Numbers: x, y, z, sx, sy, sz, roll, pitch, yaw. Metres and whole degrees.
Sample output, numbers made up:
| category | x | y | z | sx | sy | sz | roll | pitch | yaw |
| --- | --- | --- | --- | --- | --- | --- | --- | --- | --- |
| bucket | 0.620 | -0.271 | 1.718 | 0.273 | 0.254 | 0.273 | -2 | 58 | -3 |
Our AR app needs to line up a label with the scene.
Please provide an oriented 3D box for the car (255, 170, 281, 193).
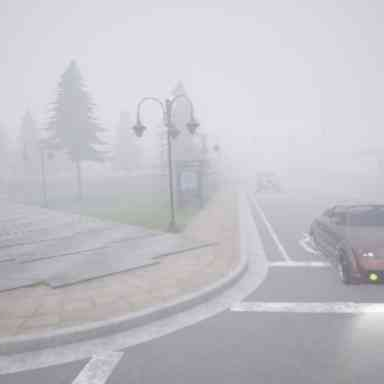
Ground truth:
| category | x | y | z | sx | sy | sz | roll | pitch | yaw |
| --- | --- | --- | --- | --- | --- | --- | --- | --- | --- |
| car | 7.365 | -1.083 | 32.730 | 2.150 | 2.045 | 5.566 | -2 | 4 | 8 |

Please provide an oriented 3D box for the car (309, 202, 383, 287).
| category | x | y | z | sx | sy | sz | roll | pitch | yaw |
| --- | --- | --- | --- | --- | --- | --- | --- | --- | --- |
| car | 3.961 | 0.946 | 7.354 | 1.994 | 1.385 | 4.181 | -2 | 3 | 8 |
